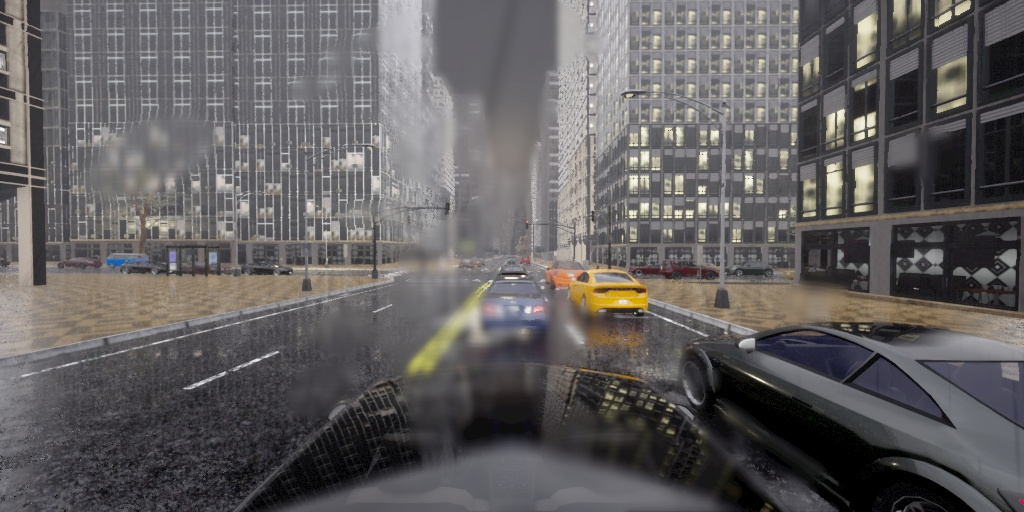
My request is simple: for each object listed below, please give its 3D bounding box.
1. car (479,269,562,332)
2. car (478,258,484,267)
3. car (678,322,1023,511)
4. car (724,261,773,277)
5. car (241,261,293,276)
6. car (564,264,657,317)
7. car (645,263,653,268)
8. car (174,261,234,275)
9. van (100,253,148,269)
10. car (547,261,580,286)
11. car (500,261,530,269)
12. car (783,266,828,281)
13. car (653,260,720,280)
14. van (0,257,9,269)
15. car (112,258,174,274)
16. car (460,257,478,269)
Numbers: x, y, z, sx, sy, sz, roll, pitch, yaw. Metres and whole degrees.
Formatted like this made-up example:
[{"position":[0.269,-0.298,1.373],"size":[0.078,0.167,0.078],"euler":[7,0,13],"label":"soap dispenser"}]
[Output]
[{"position":[0.084,1.293,10.827],"size":[2.033,1.411,5.357],"euler":[0,0,1],"label":"car"},{"position":[-6.680,1.051,64.352],"size":[2.097,1.767,4.553],"euler":[0,0,0],"label":"car"},{"position":[3.337,1.313,3.400],"size":[1.994,1.385,4.181],"euler":[0,0,1],"label":"car"},{"position":[25.297,1.290,38.573],"size":[4.553,1.767,2.097],"euler":[1,1,1],"label":"car"},{"position":[-22.791,1.172,33.393],"size":[4.313,1.339,1.948],"euler":[0,0,1],"label":"car"},{"position":[3.328,1.222,13.233],"size":[1.882,1.535,5.008],"euler":[0,0,0],"label":"car"},{"position":[15.009,1.448,38.766],"size":[4.718,1.301,1.895],"euler":[1,1,2],"label":"car"},{"position":[-28.476,1.136,33.515],"size":[4.207,1.307,1.802],"euler":[0,0,1],"label":"car"},{"position":[-45.364,0.602,42.317],"size":[3.998,1.789,1.690],"euler":[0,0,1],"label":"van"},{"position":[3.311,1.091,22.238],"size":[2.097,1.767,4.553],"euler":[0,0,0],"label":"car"},{"position":[0.065,1.231,20.579],"size":[2.128,1.511,4.902],"euler":[0,0,0],"label":"car"},{"position":[27.583,1.576,32.765],"size":[4.829,1.417,1.751],"euler":[0,0,1],"label":"car"},{"position":[16.135,1.267,32.940],"size":[5.009,1.841,2.192],"euler":[0,0,1],"label":"car"},{"position":[-51.201,0.685,34.043],"size":[3.998,1.789,1.690],"euler":[0,0,1],"label":"van"},{"position":[-34.157,1.067,33.678],"size":[4.313,1.339,1.948],"euler":[0,0,1],"label":"car"},{"position":[-6.692,1.275,54.351],"size":[1.994,1.385,4.181],"euler":[0,0,0],"label":"car"}]
